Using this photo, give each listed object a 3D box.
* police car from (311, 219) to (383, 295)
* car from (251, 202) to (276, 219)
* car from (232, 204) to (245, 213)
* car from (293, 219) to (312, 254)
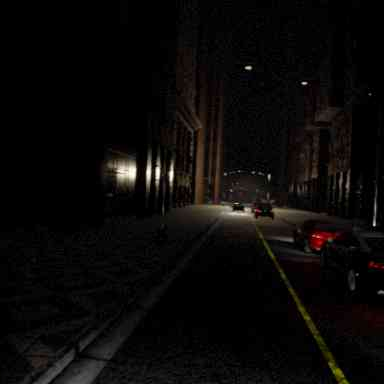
[{"bbox_3d":[5.145,1.795,9.684,1.930,1.638,5.238,3,-1,8],"label":"police car"},{"bbox_3d":[8.544,2.200,39.536,2.097,1.767,4.553,3,-1,9],"label":"car"},{"bbox_3d":[7.297,2.508,52.313,1.895,1.301,4.718,3,-1,8],"label":"car"},{"bbox_3d":[5.974,2.000,15.513,1.812,1.442,4.674,3,-1,8],"label":"car"}]
